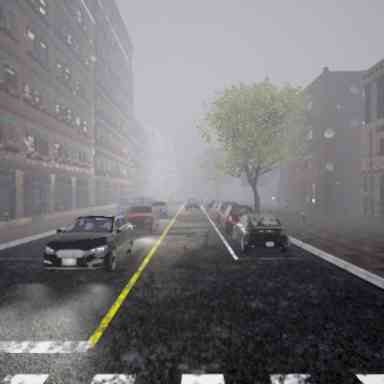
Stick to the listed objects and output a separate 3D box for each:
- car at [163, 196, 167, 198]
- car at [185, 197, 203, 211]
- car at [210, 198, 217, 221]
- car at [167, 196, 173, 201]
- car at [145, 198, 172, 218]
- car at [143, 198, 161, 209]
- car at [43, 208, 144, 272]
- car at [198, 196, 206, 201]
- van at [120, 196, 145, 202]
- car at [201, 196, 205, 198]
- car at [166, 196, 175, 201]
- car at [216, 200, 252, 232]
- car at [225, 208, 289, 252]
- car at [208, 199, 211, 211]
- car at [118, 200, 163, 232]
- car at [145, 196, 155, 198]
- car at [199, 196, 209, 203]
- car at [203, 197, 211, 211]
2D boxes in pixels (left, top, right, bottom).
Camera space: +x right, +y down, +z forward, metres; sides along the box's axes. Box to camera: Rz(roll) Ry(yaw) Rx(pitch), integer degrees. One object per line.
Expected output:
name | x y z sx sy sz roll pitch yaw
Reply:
car | -5.693 1.632 53.522 2.008 1.369 4.403 0 0 0
car | 0.100 1.655 41.353 1.895 1.301 4.718 0 0 0
car | 2.689 1.468 25.037 1.967 1.590 4.097 0 0 0
car | -5.695 1.649 70.443 1.752 1.417 4.829 0 0 0
car | -3.087 1.561 30.400 1.812 1.442 4.674 0 0 0
car | -5.693 1.634 47.826 1.947 1.339 4.313 0 0 0
car | -3.100 1.502 10.854 2.128 1.511 4.902 0 0 0
car | 2.685 1.718 87.700 1.887 1.381 4.507 0 0 0
van | -5.692 1.377 30.736 1.690 1.788 3.998 0 0 0
car | 2.688 1.508 47.825 1.967 1.590 4.097 0 0 0
car | -5.695 1.740 87.703 1.947 1.339 4.313 0 0 0
car | 2.690 1.461 19.341 1.967 1.590 4.097 0 0 0
car | 2.690 1.565 13.644 2.008 1.369 4.403 0 0 0
car | 2.689 1.618 30.735 1.802 1.307 4.206 0 0 0
car | -3.094 1.500 20.302 1.882 1.535 5.008 0 0 0
car | -5.693 1.371 42.129 2.192 1.841 5.009 0 0 0
car | 2.686 1.690 76.309 2.008 1.369 4.403 0 0 0
car | 2.688 1.607 42.128 2.008 1.369 4.403 0 0 0
